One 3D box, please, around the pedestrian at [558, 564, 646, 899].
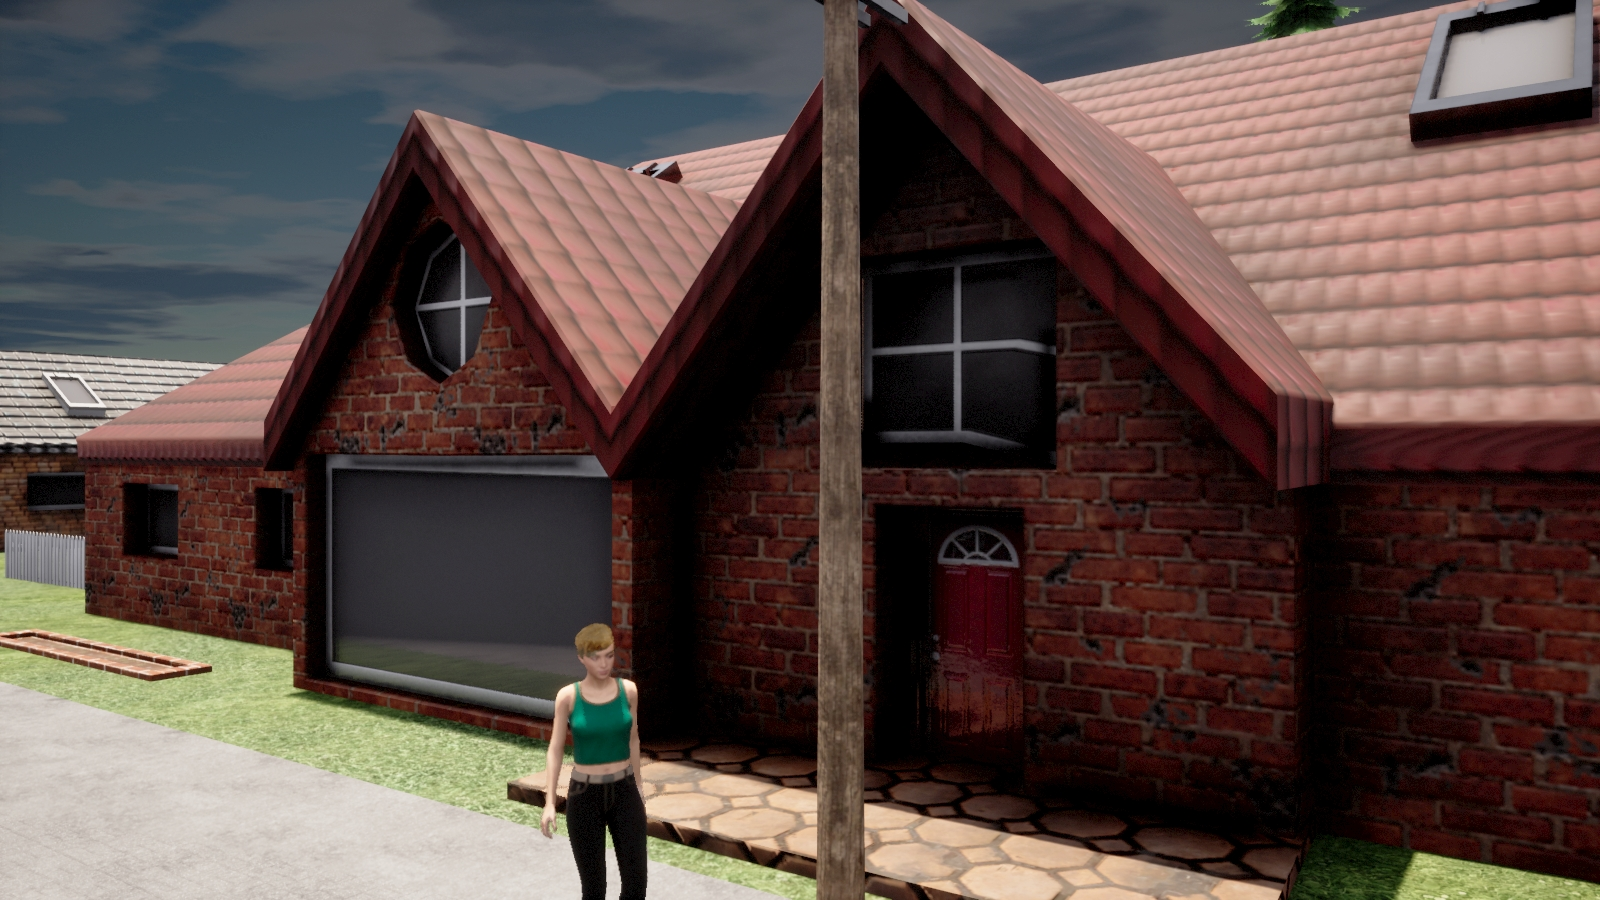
[{"bbox_3d":[-0.996,1.524,5.712,0.375,1.860,0.375,0,0,-20],"label":"pedestrian"}]
